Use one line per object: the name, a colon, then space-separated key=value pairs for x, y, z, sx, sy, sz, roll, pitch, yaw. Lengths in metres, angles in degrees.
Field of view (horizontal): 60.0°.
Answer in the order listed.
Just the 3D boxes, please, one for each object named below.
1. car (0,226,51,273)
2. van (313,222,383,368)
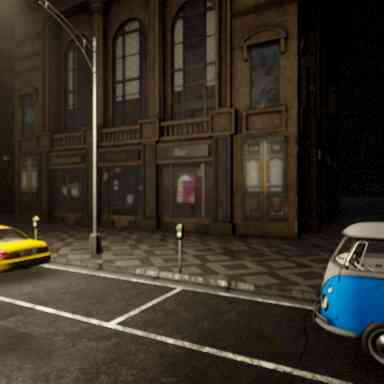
car: x=-6.251 y=1.524 z=9.672 sx=4.829 sy=1.417 sz=1.752 roll=0 pitch=0 yaw=28
van: x=3.783 y=1.340 z=4.244 sx=3.998 sy=1.788 sz=1.690 roll=0 pitch=0 yaw=28
